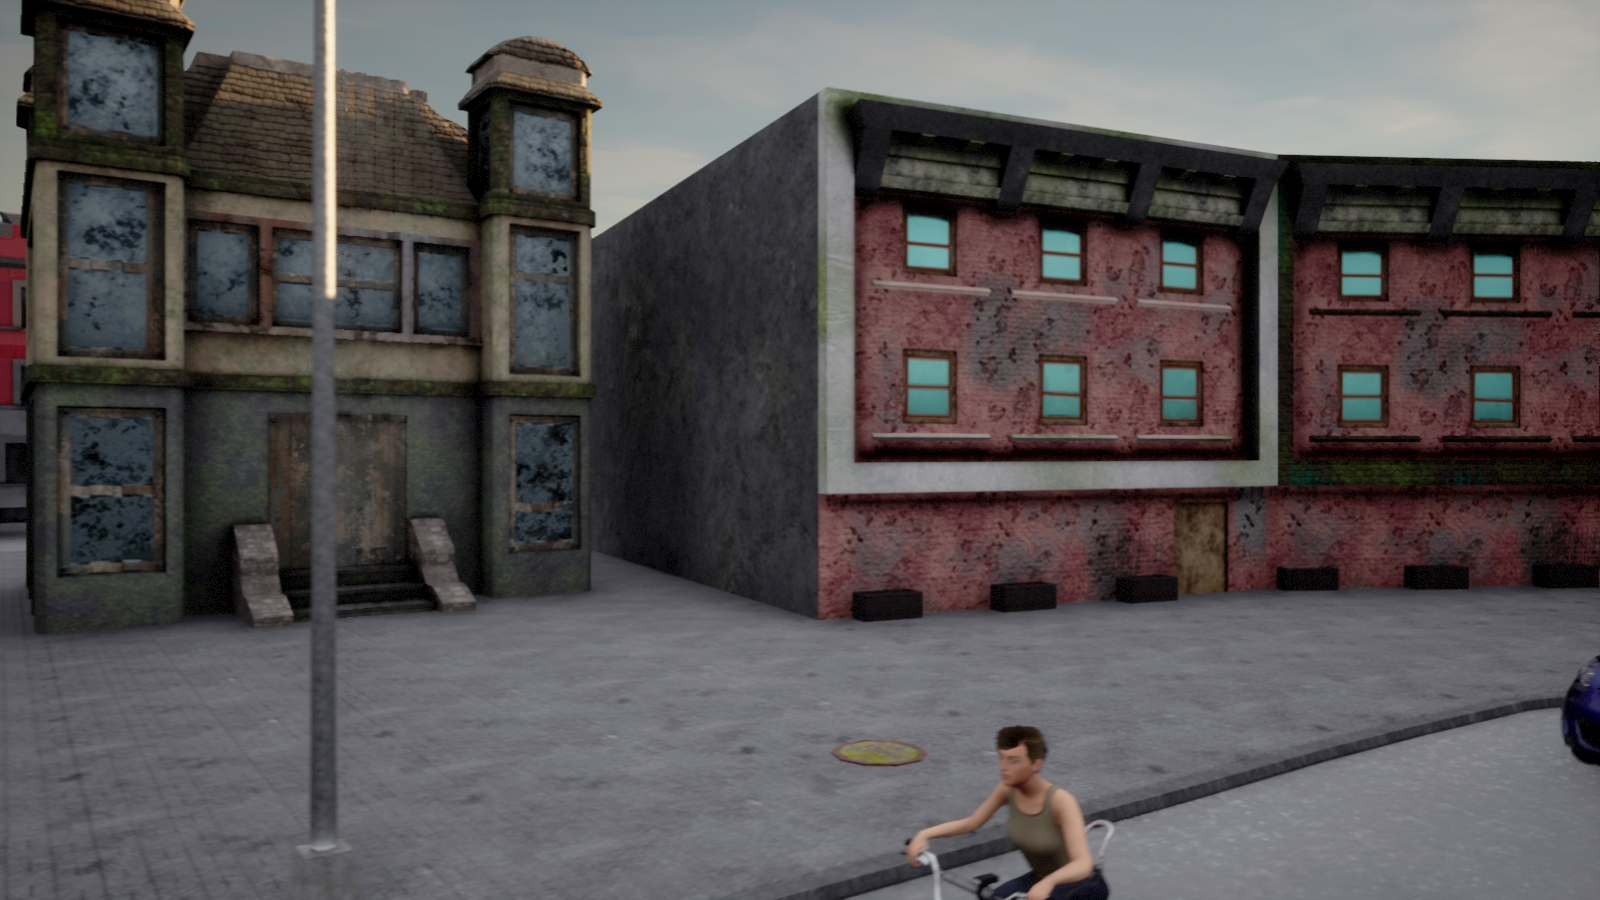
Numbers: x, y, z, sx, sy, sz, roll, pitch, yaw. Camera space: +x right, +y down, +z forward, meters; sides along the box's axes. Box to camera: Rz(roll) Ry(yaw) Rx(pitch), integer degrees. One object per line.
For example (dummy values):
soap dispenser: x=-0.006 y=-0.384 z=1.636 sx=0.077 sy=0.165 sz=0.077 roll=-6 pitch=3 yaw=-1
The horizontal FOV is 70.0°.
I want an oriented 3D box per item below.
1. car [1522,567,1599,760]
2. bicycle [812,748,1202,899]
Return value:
car: x=8.414 y=1.819 z=9.883 sx=3.633 sy=1.501 sz=1.845 roll=0 pitch=0 yaw=-21
bicycle: x=0.911 y=2.036 z=4.946 sx=1.487 sy=1.080 sz=0.859 roll=0 pitch=0 yaw=-35
